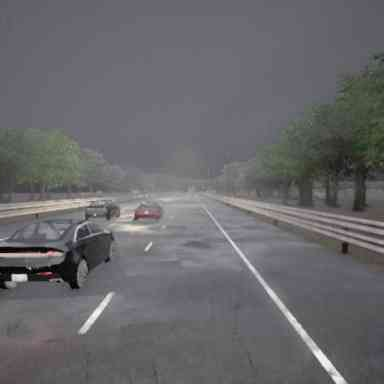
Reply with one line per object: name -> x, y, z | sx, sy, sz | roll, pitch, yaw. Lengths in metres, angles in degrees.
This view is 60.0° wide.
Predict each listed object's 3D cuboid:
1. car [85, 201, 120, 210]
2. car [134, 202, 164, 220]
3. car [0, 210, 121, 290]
car -> -6.905, 1.420, 26.099 | 2.128, 1.511, 4.902 | 0, 0, 0
car -> -3.401, 1.490, 26.844 | 1.994, 1.385, 4.181 | 0, 0, 0
car -> -3.401, 1.468, 8.982 | 2.128, 1.511, 4.902 | 0, 0, 0
